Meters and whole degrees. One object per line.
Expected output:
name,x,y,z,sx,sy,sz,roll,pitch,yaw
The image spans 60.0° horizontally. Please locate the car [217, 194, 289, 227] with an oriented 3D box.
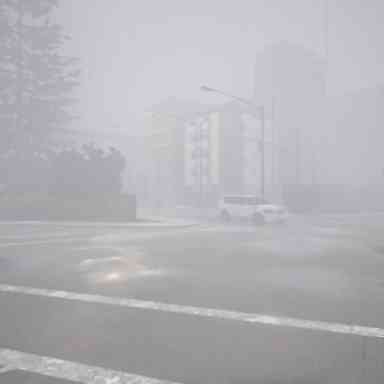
car,4.072,1.201,23.233,2.150,2.045,5.566,0,0,-35
